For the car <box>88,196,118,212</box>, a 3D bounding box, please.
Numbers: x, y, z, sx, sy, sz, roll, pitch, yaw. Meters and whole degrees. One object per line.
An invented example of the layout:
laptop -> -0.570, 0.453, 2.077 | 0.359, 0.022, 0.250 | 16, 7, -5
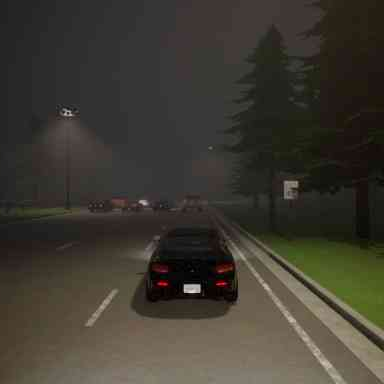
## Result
car -> -10.493, 1.547, 38.739 | 2.033, 1.411, 5.357 | 0, 0, 0

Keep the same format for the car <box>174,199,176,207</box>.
car -> -3.491, 1.478, 49.157 | 1.882, 1.535, 5.008 | 0, 0, 0

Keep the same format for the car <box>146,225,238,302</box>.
car -> 0.002, 1.526, 8.124 | 1.812, 1.442, 4.674 | 0, 0, 0

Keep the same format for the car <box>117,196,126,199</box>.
car -> -10.491, 1.352, 49.129 | 2.097, 1.767, 4.553 | 0, 0, 0

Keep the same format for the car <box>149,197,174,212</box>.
car -> -3.493, 1.564, 39.154 | 1.994, 1.385, 4.181 | 0, 0, 0

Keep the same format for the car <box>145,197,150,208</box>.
car -> -6.991, 1.526, 49.158 | 1.812, 1.442, 4.674 | 0, 0, 0

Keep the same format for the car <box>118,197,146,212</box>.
car -> -6.993, 1.601, 39.185 | 1.895, 1.301, 4.718 | 0, 0, 0

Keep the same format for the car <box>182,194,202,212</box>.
car -> 0.007, 1.221, 38.767 | 2.150, 2.045, 5.566 | 0, 0, 0
